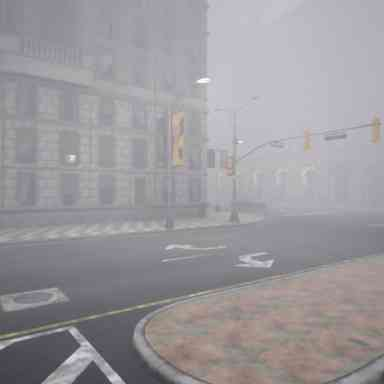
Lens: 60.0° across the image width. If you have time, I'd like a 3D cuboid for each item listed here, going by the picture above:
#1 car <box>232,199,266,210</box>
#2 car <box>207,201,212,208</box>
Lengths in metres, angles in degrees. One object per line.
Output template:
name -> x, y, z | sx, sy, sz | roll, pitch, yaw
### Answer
car -> 7.380, 1.601, 43.236 | 1.895, 1.301, 4.718 | 0, 0, -36
car -> 0.907, 1.564, 46.283 | 1.994, 1.385, 4.181 | 0, 0, -35
